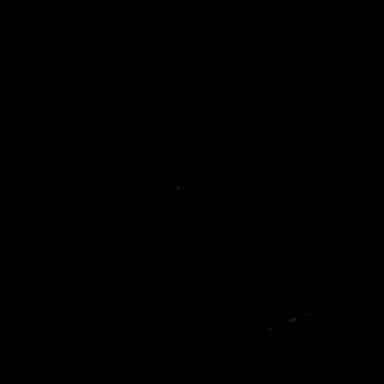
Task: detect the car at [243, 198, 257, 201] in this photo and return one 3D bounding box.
[{"bbox_3d":[16.273,2.459,92.779,1.812,1.442,4.674,0,0,-35],"label":"car"}]

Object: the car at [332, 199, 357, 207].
[{"bbox_3d":[32.223,2.314,70.331,1.837,1.490,4.892,0,0,-35],"label":"car"}]
